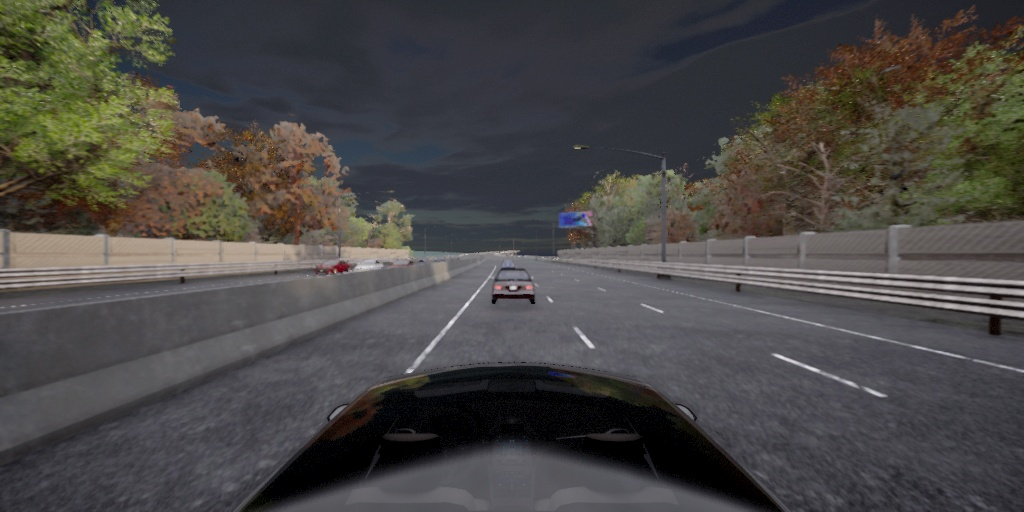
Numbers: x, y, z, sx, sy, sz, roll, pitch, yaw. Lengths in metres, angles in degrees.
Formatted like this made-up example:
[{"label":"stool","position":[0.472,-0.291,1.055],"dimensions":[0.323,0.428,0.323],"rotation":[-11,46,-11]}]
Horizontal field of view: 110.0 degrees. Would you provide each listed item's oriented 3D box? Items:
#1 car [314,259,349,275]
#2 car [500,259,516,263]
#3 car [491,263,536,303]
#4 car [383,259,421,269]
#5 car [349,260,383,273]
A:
[{"label":"car","position":[-17.938,1.092,36.191],"dimensions":[1.882,1.535,5.008],"rotation":[0,0,-1]},{"label":"car","position":[-0.497,1.107,45.763],"dimensions":[2.033,1.411,5.357],"rotation":[0,0,-1]},{"label":"car","position":[0.034,1.236,16.057],"dimensions":[2.033,1.411,5.357],"rotation":[0,0,-1]},{"label":"car","position":[-10.930,1.087,36.094],"dimensions":[1.882,1.535,5.008],"rotation":[0,0,-1]},{"label":"car","position":[-14.444,1.136,36.488],"dimensions":[1.812,1.442,4.674],"rotation":[0,0,-1]}]
